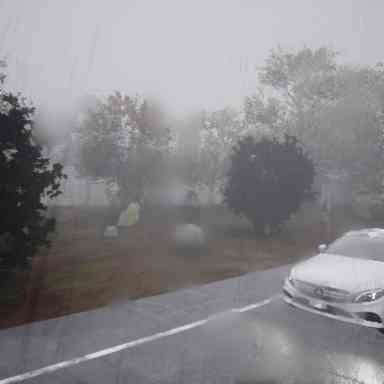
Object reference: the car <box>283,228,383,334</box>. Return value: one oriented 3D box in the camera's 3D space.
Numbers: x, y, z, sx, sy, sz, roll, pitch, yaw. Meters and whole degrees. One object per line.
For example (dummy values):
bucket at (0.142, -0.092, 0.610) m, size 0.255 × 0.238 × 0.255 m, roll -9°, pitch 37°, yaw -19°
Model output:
car at (3.816, 1.531, 6.852) m, size 4.674 × 1.442 × 1.812 m, roll 0°, pitch 0°, yaw -40°
